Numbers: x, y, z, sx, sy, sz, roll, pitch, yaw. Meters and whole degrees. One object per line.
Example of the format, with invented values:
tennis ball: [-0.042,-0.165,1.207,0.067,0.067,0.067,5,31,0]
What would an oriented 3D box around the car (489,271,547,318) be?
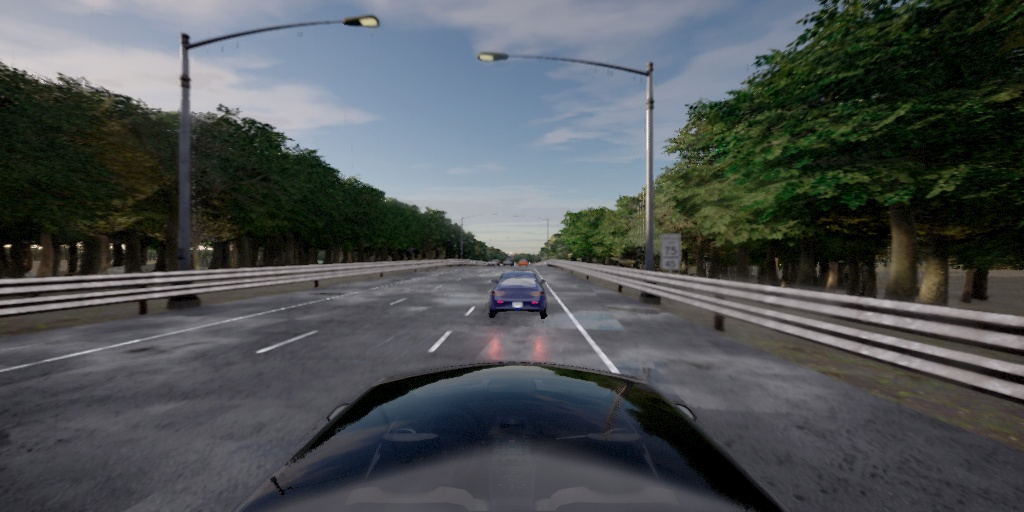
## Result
car: [0.240,1.267,12.853,1.812,1.442,4.674,0,0,2]
